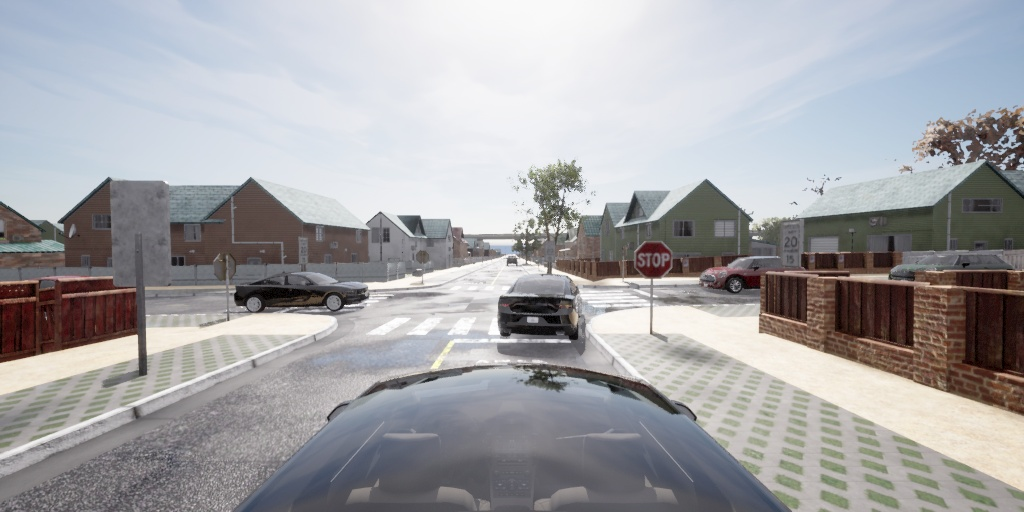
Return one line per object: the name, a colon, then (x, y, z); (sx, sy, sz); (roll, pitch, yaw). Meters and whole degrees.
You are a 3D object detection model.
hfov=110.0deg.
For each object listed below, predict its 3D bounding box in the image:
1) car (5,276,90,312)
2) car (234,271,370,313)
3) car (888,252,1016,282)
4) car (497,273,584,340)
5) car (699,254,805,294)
car: (-18.017, 1.547, 14.605); (5.008, 1.535, 1.882); (-1, 2, 0)
car: (-8.464, 1.377, 14.664); (5.008, 1.535, 1.882); (-1, 2, 0)
car: (21.707, 0.646, 17.808); (4.553, 1.767, 2.097); (-1, 2, 0)
car: (0.960, 1.225, 10.134); (1.882, 1.535, 5.008); (0, 0, 12)
car: (11.812, 0.820, 17.740); (4.553, 1.767, 2.097); (-1, 2, 0)
